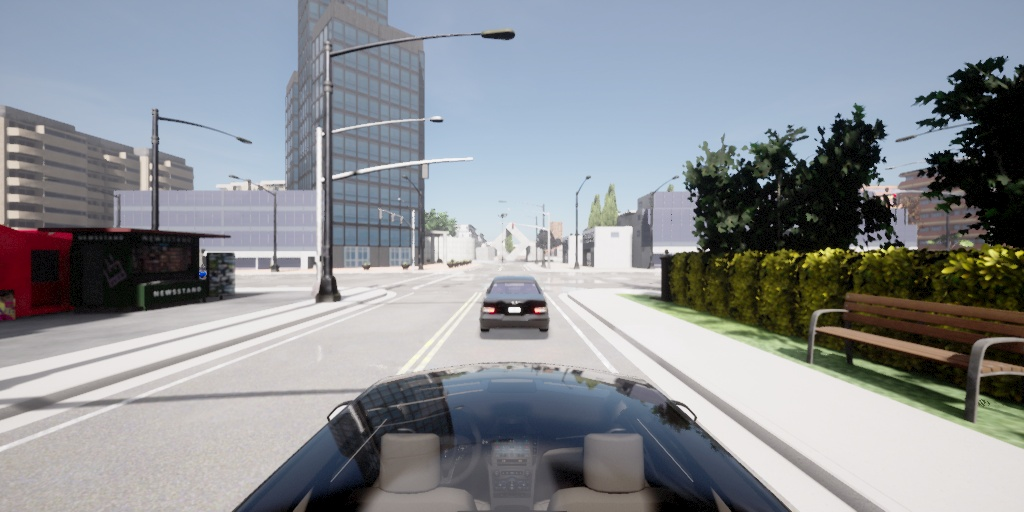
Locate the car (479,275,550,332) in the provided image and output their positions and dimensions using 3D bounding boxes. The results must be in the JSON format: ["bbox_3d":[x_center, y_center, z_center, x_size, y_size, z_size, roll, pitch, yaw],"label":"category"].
[{"bbox_3d":[0.069,1.290,10.829,2.033,1.411,5.357,0,0,0],"label":"car"}]

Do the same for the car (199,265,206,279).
[{"bbox_3d":[-23.213,1.390,26.182,5.008,1.535,1.882,-1,0,0],"label":"car"}]
